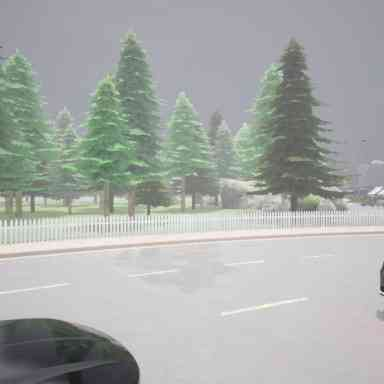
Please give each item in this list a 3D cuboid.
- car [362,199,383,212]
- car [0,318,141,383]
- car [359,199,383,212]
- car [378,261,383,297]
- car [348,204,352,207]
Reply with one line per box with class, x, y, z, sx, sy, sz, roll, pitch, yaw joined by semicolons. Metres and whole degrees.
car;23.187;1.581;41.124;1.812;1.442;4.674;0;0;-3
car;-2.640;1.478;1.678;5.008;1.535;1.882;0;0;-36
car;19.981;1.619;36.076;1.994;1.385;4.181;0;0;-3
car;5.722;1.492;6.151;4.902;1.511;2.128;0;0;-23
car;19.429;1.277;45.249;2.150;2.045;5.566;0;0;-3
